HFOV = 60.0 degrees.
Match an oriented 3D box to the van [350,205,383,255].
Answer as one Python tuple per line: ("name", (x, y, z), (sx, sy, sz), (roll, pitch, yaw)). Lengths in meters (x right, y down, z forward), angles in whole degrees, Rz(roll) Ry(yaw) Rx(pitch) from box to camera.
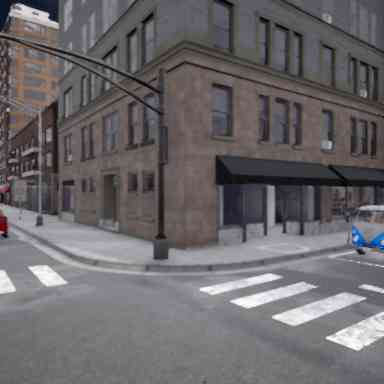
("van", (7.393, 1.357, 12.038), (3.998, 1.788, 1.690), (0, 0, -35))

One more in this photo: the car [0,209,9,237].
("car", (-10.834, 1.478, 17.316), (1.882, 1.535, 5.008), (0, 0, -35))
